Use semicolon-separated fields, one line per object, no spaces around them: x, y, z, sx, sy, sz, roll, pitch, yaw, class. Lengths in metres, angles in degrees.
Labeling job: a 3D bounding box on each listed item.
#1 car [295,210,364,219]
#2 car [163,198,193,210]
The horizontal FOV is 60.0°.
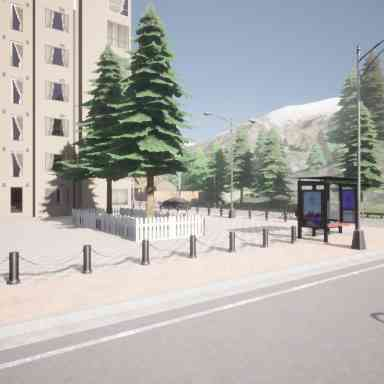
10.339;1.616;25.262;1.895;1.301;4.718;0;0;-35;car
-1.846;1.493;42.724;1.882;1.535;5.008;0;0;-35;car
